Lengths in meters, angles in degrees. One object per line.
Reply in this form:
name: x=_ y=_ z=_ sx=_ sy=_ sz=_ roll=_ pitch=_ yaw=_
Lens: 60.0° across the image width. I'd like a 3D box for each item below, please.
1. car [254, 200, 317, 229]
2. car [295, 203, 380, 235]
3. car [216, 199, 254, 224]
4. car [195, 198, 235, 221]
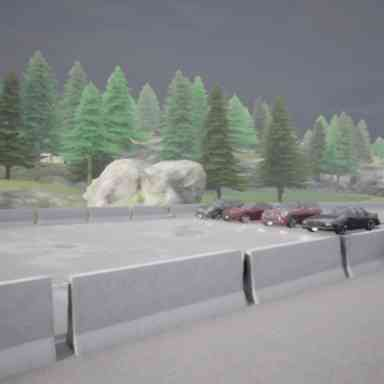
car: x=6.586 y=1.323 z=21.579 sx=4.553 sy=1.767 sz=2.097 roll=0 pitch=0 yaw=-35
car: x=8.464 y=1.518 z=18.622 sx=5.357 sy=1.411 sz=2.033 roll=0 pitch=0 yaw=-35
car: x=4.436 y=1.448 z=24.346 sx=5.008 sy=1.535 sz=1.882 roll=0 pitch=0 yaw=-35
car: x=2.483 y=1.323 z=27.250 sx=4.553 sy=1.767 sz=2.097 roll=0 pitch=0 yaw=-35
